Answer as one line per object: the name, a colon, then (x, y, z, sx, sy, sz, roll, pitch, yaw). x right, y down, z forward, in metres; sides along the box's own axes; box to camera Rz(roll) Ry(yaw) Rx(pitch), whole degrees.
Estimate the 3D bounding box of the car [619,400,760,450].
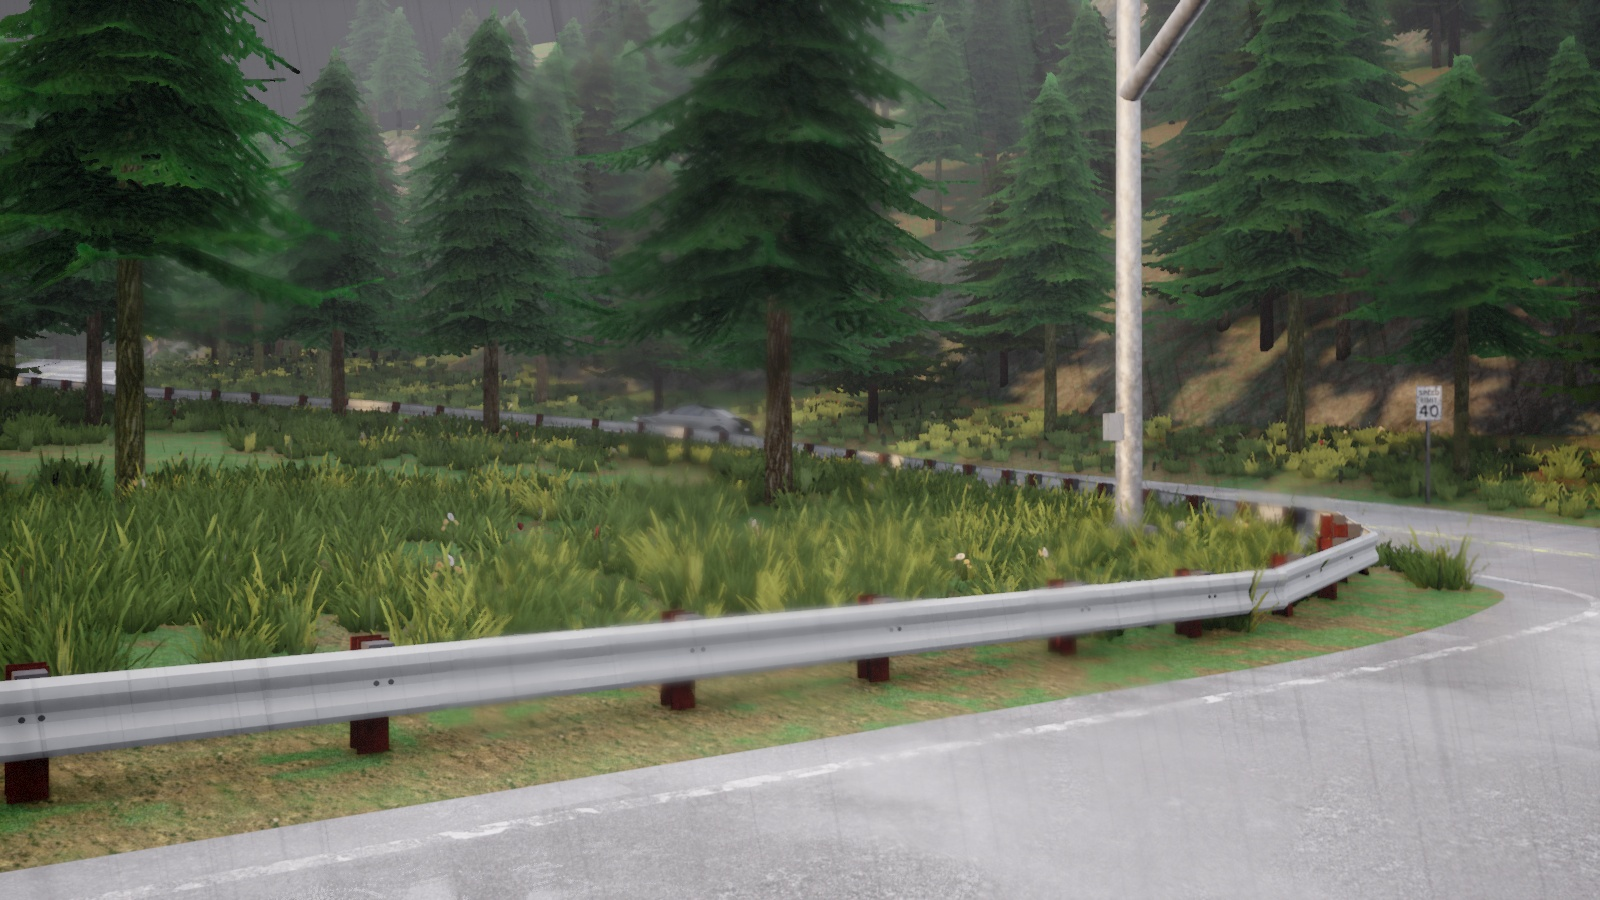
car: (-3.709, -0.839, 42.287, 4.181, 1.385, 1.994, 4, 1, 22)
